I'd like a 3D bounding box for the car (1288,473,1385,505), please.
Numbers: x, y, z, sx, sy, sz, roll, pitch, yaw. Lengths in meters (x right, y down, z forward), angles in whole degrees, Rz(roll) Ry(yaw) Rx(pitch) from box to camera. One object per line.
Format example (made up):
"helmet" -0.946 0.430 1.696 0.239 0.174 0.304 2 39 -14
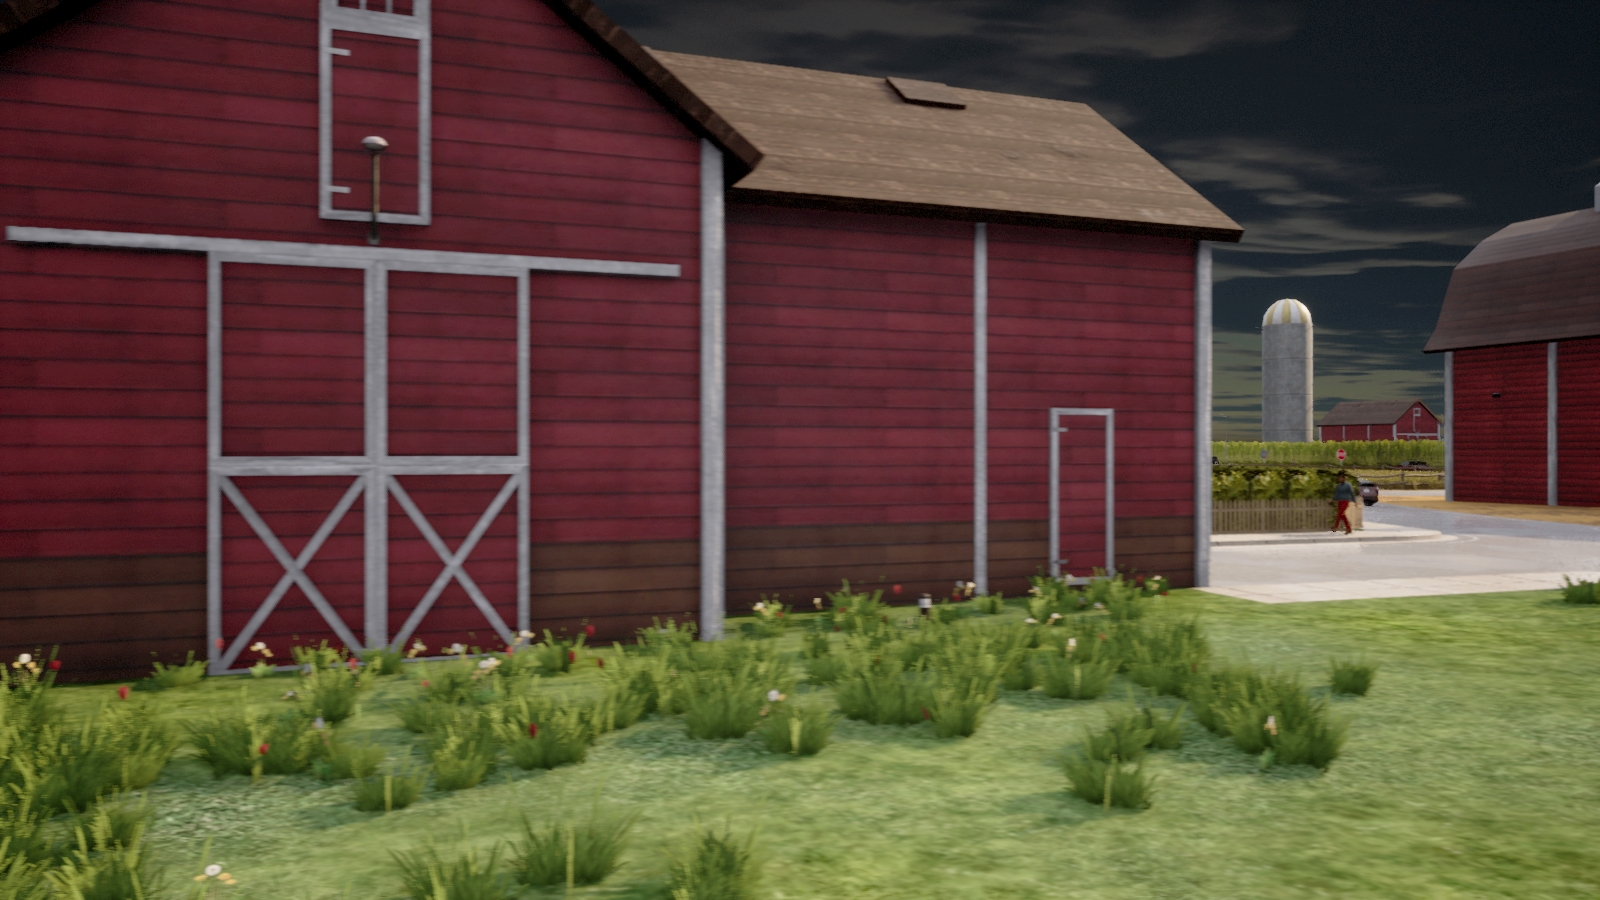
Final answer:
"car" 27.136 1.950 57.976 2.007 1.525 4.514 0 0 -15

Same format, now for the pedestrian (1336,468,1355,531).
"pedestrian" 16.243 1.465 34.027 0.375 1.860 0.375 0 0 -23
